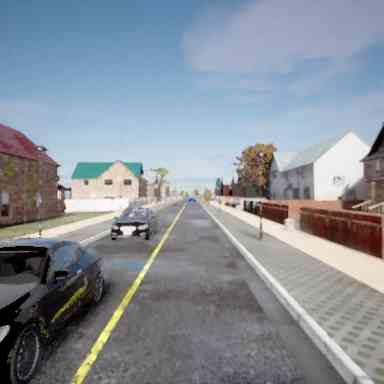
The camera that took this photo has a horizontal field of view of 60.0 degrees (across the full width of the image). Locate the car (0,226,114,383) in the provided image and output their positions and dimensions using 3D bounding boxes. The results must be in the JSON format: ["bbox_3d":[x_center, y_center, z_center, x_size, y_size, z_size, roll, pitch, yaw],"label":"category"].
[{"bbox_3d":[-2.812,1.544,5.471,1.812,1.442,4.674,0,0,0],"label":"car"}]

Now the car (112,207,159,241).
[{"bbox_3d":[-2.821,1.557,17.131,2.128,1.511,4.902,0,0,0],"label":"car"}]

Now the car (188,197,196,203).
[{"bbox_3d":[0.003,2.021,83.962,1.882,1.535,5.008,0,-1,0],"label":"car"}]
